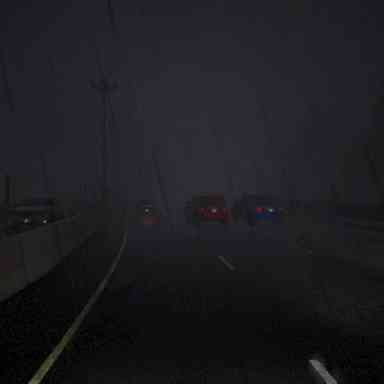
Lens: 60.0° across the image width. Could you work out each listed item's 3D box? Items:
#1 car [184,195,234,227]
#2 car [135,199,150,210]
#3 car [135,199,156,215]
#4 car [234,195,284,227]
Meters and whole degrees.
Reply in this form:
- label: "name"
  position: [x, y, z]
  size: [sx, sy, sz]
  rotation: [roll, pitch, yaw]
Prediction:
- label: "car"
  position: [0.889, 1.224, 23.029]
  size: [2.150, 2.045, 5.566]
  rotation: [0, 0, -10]
- label: "car"
  position: [-6.678, 1.601, 44.542]
  size: [1.895, 1.301, 4.718]
  rotation: [0, 0, -11]
- label: "car"
  position: [-4.764, 1.505, 34.307]
  size: [1.837, 1.490, 4.892]
  rotation: [0, 0, -11]
- label: "car"
  position: [4.405, 1.223, 23.194]
  size: [2.150, 2.045, 5.566]
  rotation: [0, 0, -10]
